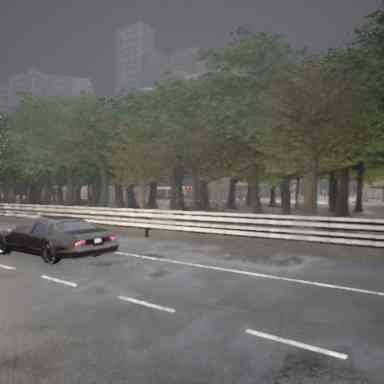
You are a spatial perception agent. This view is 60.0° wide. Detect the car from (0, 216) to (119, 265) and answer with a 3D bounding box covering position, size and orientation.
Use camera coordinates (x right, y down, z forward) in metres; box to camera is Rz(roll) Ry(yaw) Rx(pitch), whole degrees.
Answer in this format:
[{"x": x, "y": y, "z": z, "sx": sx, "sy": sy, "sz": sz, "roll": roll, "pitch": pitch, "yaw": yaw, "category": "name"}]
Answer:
[{"x": -4.941, "y": 1.550, "z": 11.695, "sx": 5.357, "sy": 1.411, "sz": 2.033, "roll": 0, "pitch": 0, "yaw": 36, "category": "car"}]
